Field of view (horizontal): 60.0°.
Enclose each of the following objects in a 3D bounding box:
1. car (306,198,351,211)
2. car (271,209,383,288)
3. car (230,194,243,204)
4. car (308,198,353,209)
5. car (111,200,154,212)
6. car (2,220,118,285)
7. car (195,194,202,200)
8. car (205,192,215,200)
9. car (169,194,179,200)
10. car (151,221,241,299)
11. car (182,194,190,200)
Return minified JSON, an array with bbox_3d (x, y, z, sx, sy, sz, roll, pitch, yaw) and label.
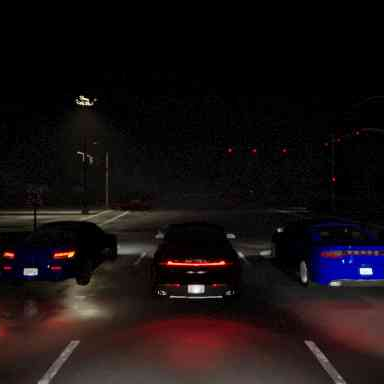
[{"bbox_3d":[15.813,1.492,38.575,4.902,1.511,2.128,0,0,-1],"label":"car"},{"bbox_3d":[3.589,1.478,9.307,1.882,1.535,5.008,0,0,0],"label":"car"},{"bbox_3d":[8.748,1.351,65.270,2.097,1.767,4.553,0,0,1],"label":"car"},{"bbox_3d":[18.895,1.548,45.667,5.357,1.411,2.033,0,0,1],"label":"car"},{"bbox_3d":[-6.880,1.601,38.304,4.718,1.301,1.895,0,0,-1],"label":"car"},{"bbox_3d":[-3.414,1.526,9.353,1.812,1.442,4.674,0,0,0],"label":"car"},{"bbox_3d":[1.789,1.472,92.275,1.882,1.535,5.008,0,0,0],"label":"car"},{"bbox_3d":[5.289,1.472,92.261,1.882,1.535,5.008,0,0,0],"label":"car"},{"bbox_3d":[-5.207,1.350,93.074,2.097,1.767,4.553,0,0,0],"label":"car"},{"bbox_3d":[0.087,1.505,8.430,1.837,1.490,4.892,0,0,0],"label":"car"},{"bbox_3d":[-1.709,1.547,92.706,1.994,1.385,4.181,0,0,0],"label":"car"}]
